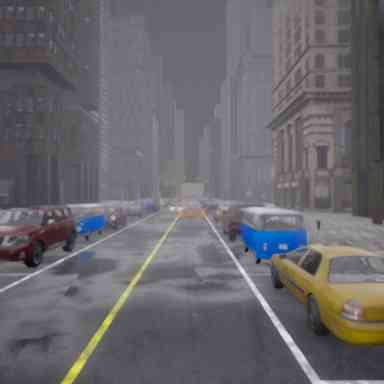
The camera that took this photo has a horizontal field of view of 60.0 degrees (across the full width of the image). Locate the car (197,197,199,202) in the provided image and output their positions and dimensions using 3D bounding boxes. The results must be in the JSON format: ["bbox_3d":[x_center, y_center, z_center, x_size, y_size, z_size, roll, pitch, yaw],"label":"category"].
[{"bbox_3d":[2.765,2.362,78.288,1.887,1.381,4.507,0,-1,0],"label":"car"}]

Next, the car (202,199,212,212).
[{"bbox_3d":[2.766,2.020,45.140,2.008,1.369,4.403,0,-1,0],"label":"car"}]

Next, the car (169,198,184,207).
[{"bbox_3d":[-3.024,2.278,64.989,1.895,1.301,4.718,0,-1,0],"label":"car"}]

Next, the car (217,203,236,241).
[{"bbox_3d":[2.767,1.495,17.520,2.192,1.841,5.009,0,-1,0],"label":"car"}]

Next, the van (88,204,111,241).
[{"bbox_3d":[-5.765,1.522,17.531,1.690,1.788,3.998,0,-1,0],"label":"van"}]

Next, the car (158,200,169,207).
[{"bbox_3d":[-5.785,2.246,67.255,1.887,1.381,4.507,0,-1,0],"label":"car"}]

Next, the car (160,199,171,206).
[{"bbox_3d":[-5.788,2.304,72.780,1.887,1.381,4.507,0,-1,0],"label":"car"}]

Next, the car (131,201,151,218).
[{"bbox_3d":[-5.772,1.905,34.104,2.008,1.369,4.403,0,-1,0],"label":"car"}]

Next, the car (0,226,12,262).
[{"bbox_3d":[-5.761,1.618,6.478,2.008,1.369,4.403,0,-1,0],"label":"car"}]

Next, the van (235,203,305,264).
[{"bbox_3d":[2.767,1.464,11.995,1.690,1.788,3.998,0,-1,0],"label":"van"}]

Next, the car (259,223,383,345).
[{"bbox_3d":[2.766,1.594,6.639,1.752,1.417,4.829,0,-1,0],"label":"car"}]

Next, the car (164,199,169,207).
[{"bbox_3d":[-5.783,2.167,61.560,1.752,1.417,4.829,0,-1,0],"label":"car"}]

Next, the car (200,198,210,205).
[{"bbox_3d":[2.765,2.167,56.189,1.802,1.307,4.206,0,-1,0],"label":"car"}]

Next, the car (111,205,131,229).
[{"bbox_3d":[-5.767,1.678,23.054,1.967,1.590,4.097,0,-1,0],"label":"car"}]

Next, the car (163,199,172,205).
[{"bbox_3d":[-5.790,2.363,78.305,1.887,1.381,4.507,0,-1,0],"label":"car"}]

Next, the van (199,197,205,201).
[{"bbox_3d":[2.766,2.042,67.241,1.690,1.788,3.998,0,-1,0],"label":"van"}]

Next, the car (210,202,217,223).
[{"bbox_3d":[2.766,1.823,28.736,1.752,1.417,4.829,0,-1,0],"label":"car"}]

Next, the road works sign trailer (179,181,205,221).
[{"bbox_3d":[-0.005,0.781,30.615,2.380,3.560,2.880,0,-1,0],"label":"road works sign trailer"}]

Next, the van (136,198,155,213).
[{"bbox_3d":[-5.774,1.753,39.631,1.690,1.788,3.998,0,-1,0],"label":"van"}]

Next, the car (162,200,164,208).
[{"bbox_3d":[-5.779,2.072,50.679,1.887,1.381,4.507,0,-1,0],"label":"car"}]

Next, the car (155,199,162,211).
[{"bbox_3d":[-5.776,1.784,45.157,2.192,1.841,5.009,0,-1,0],"label":"car"}]

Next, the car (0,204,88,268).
[{"bbox_3d":[-5.763,1.439,12.006,2.192,1.841,5.009,0,-1,0],"label":"car"}]
